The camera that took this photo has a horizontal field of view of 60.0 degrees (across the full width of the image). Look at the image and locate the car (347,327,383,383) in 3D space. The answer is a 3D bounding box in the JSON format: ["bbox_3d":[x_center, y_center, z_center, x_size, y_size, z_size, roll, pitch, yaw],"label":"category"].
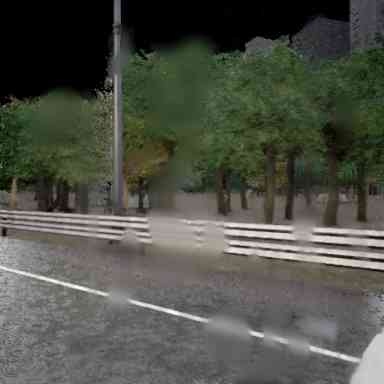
[{"bbox_3d":[3.324,1.590,1.621,4.718,1.301,1.895,0,0,36],"label":"car"}]
